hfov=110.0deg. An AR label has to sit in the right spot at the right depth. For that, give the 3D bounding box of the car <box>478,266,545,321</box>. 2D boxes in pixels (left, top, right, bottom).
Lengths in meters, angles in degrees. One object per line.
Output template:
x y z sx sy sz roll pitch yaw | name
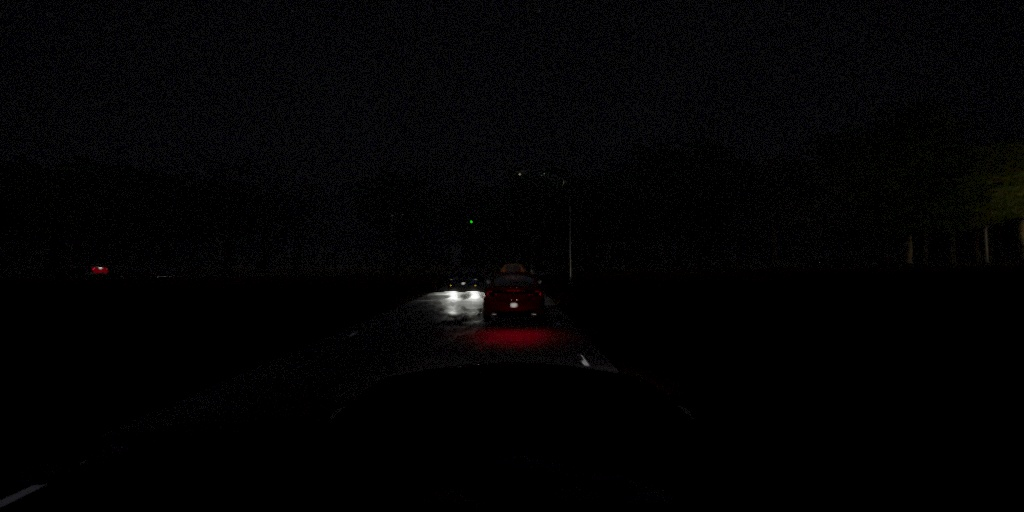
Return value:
0.070 1.269 12.712 1.882 1.535 5.008 0 -1 0 | car

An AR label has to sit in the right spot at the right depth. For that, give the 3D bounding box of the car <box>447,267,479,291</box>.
-2.820 1.400 22.699 1.994 1.385 4.181 0 0 0 | car

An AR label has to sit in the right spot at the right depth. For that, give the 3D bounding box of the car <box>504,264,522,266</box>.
0.074 1.338 27.707 1.882 1.535 5.008 0 0 0 | car
